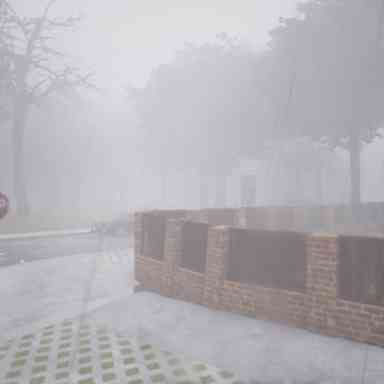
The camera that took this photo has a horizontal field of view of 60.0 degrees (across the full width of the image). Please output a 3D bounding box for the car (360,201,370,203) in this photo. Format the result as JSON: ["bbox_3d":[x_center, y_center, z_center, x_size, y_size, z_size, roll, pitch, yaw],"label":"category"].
[{"bbox_3d":[21.848,1.898,42.262,5.357,1.411,2.033,1,-1,-44],"label":"car"}]

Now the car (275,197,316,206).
[{"bbox_3d":[9.457,1.507,30.580,5.566,2.045,2.150,1,-1,-44],"label":"car"}]

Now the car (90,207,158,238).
[{"bbox_3d":[-3.205,1.639,18.502,4.892,1.490,1.837,1,-1,-44],"label":"car"}]
